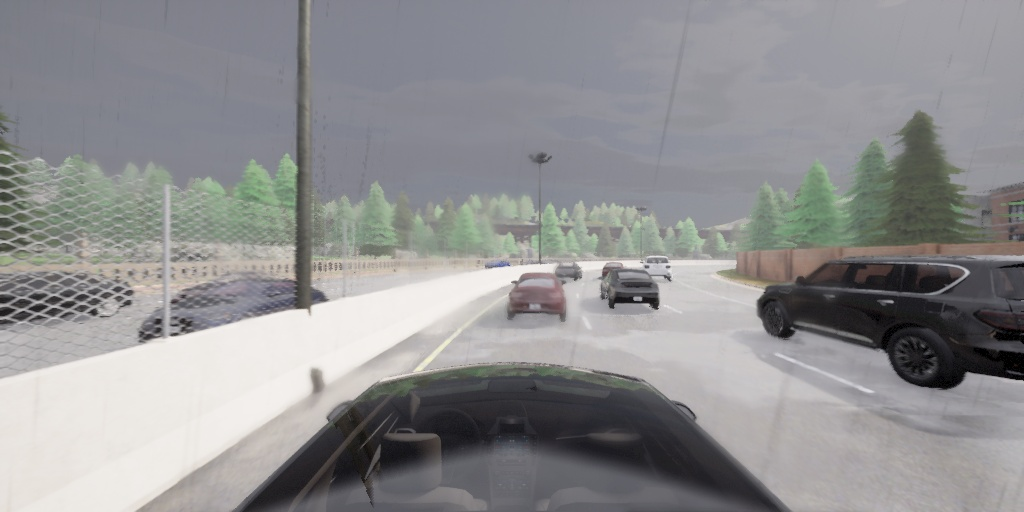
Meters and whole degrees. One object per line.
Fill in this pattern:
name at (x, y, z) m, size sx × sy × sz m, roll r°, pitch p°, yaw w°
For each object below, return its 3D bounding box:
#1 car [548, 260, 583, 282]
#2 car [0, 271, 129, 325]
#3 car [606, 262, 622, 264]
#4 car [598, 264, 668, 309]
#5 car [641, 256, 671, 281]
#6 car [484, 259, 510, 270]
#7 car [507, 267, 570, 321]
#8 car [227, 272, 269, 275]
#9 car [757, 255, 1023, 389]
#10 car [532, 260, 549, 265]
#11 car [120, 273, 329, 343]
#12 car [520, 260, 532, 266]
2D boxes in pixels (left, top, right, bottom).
car at (4.796, 1.270, 30.061) m, size 2.128 × 1.511 × 4.902 m, roll 0°, pitch 0°, yaw 17°
car at (-13.572, 1.198, 9.835) m, size 1.837 × 1.490 × 4.892 m, roll 0°, pitch 0°, yaw 5°
car at (9.259, 1.276, 32.340) m, size 1.882 × 1.535 × 5.008 m, roll 0°, pitch 0°, yaw 20°
car at (4.834, 1.279, 15.134) m, size 1.837 × 1.490 × 4.892 m, roll 0°, pitch 0°, yaw 9°
car at (12.399, 1.033, 30.868) m, size 2.150 × 2.045 × 5.566 m, roll 0°, pitch 0°, yaw 20°
car at (-2.102, 1.231, 50.419) m, size 1.882 × 1.535 × 5.008 m, roll 0°, pitch 0°, yaw 28°
car at (0.922, 1.283, 12.465) m, size 1.812 × 1.442 × 4.674 m, roll 0°, pitch 0°, yaw 6°
car at (-9.737, 1.274, 13.124) m, size 1.994 × 1.385 × 4.181 m, roll 0°, pitch 0°, yaw 7°
car at (7.374, 1.005, 6.997) m, size 2.150 × 2.045 × 5.566 m, roll 0°, pitch 0°, yaw 4°
car at (4.924, 1.261, 48.805) m, size 1.882 × 1.535 × 5.008 m, roll 0°, pitch 0°, yaw 28°
car at (-6.610, 1.287, 9.164) m, size 1.994 × 1.385 × 4.181 m, roll 0°, pitch 0°, yaw 5°
car at (2.863, 1.267, 52.364) m, size 2.128 × 1.511 × 4.902 m, roll 0°, pitch 0°, yaw 30°
